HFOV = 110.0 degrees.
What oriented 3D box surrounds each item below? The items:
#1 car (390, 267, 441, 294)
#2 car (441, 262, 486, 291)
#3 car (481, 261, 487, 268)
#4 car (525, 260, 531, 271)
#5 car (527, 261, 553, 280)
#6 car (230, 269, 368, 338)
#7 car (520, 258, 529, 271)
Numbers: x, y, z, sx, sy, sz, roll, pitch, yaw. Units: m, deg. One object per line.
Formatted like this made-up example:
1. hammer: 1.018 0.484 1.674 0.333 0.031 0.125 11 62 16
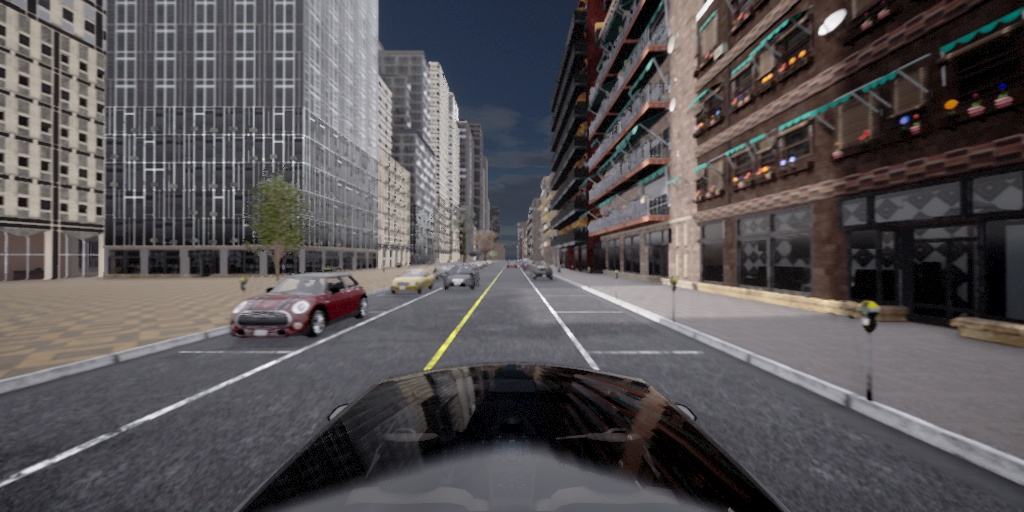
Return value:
1. car: -5.691 1.342 21.013 1.751 1.417 4.829 0 0 0
2. car: -3.064 1.315 22.722 2.128 1.511 4.902 0 0 0
3. car: -5.690 1.493 59.740 1.751 1.417 4.829 0 0 0
4. car: 2.690 1.429 37.780 2.007 1.370 4.403 0 0 0
5. car: 2.690 1.408 32.247 2.007 1.370 4.403 0 0 0
6. car: -5.692 1.217 10.117 1.967 1.591 4.097 0 0 0
7. car: 2.690 1.384 54.377 1.967 1.591 4.097 0 0 0
